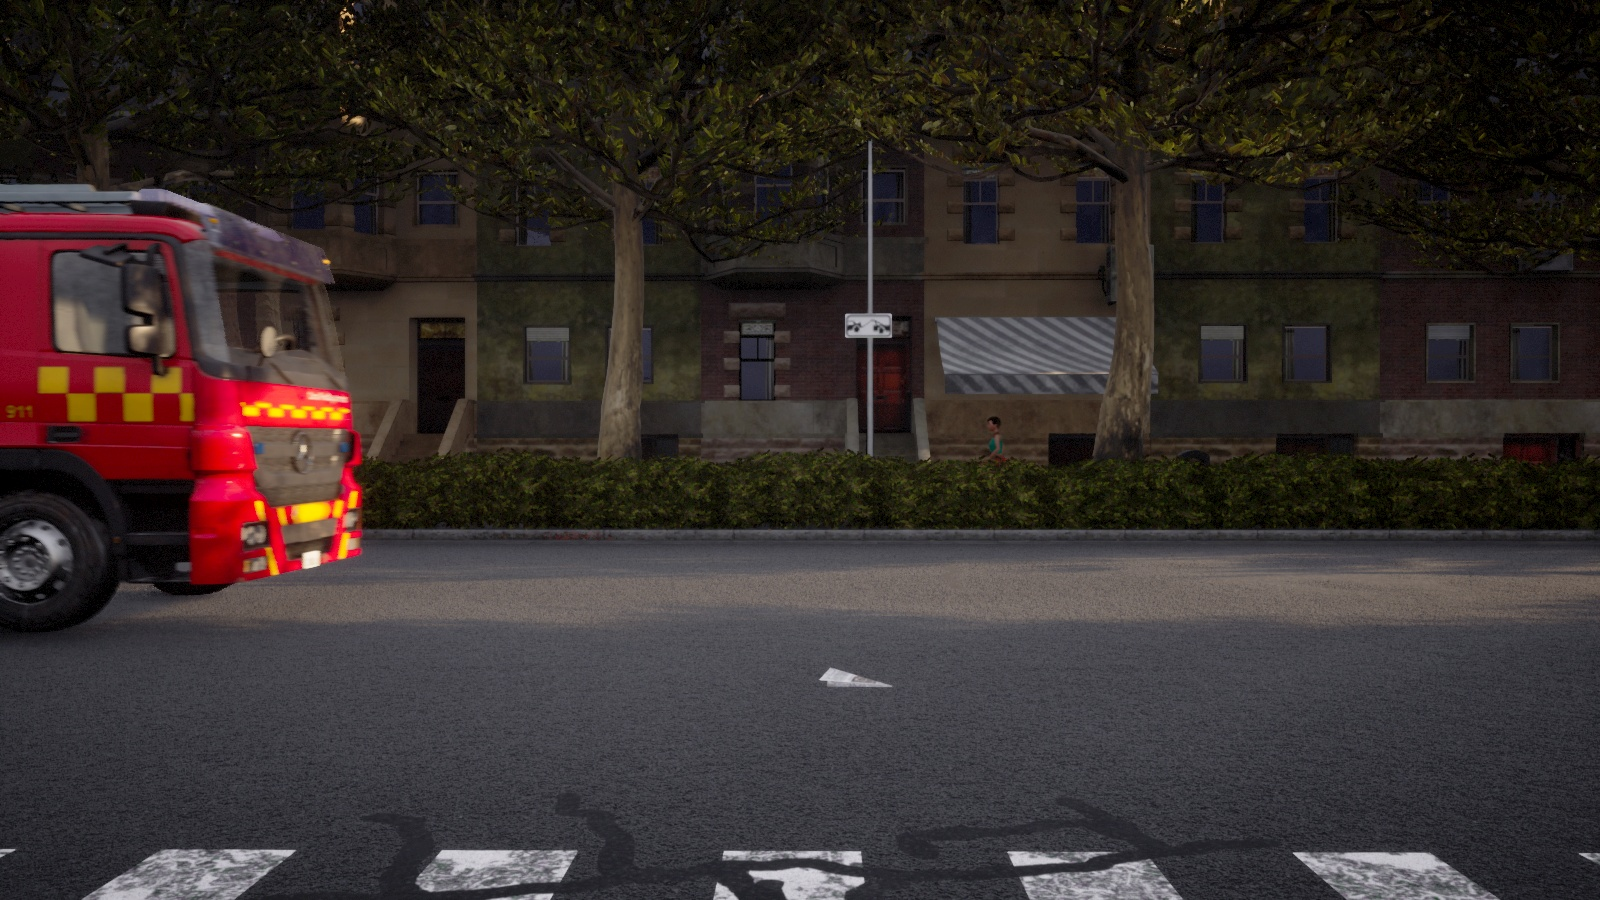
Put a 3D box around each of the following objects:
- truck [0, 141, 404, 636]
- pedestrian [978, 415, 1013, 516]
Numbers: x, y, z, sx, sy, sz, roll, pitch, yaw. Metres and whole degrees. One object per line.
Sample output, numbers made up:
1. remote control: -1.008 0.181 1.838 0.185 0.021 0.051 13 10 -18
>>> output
1. truck: -8.239 -0.488 11.243 8.468 3.827 2.891 0 0 1
2. pedestrian: 3.579 0.276 23.045 0.594 1.836 0.345 0 0 0
